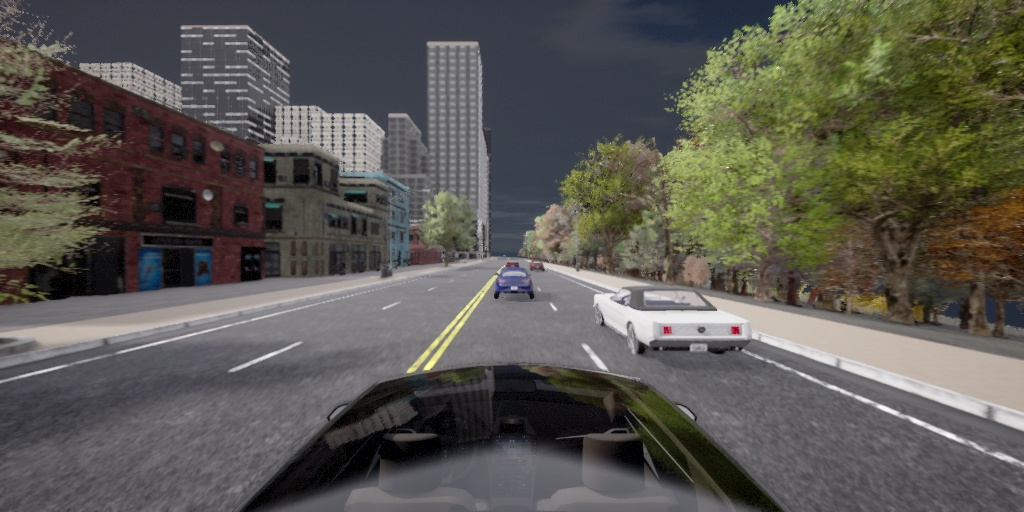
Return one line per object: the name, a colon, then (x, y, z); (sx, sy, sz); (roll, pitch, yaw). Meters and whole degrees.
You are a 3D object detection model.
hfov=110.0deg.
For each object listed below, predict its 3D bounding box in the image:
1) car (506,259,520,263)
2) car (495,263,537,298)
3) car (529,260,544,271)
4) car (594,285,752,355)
car: (0.102, 1.238, 52.129); (1.882, 1.535, 5.008); (0, 0, 0)
car: (0.100, 1.281, 18.441); (1.812, 1.442, 4.674); (0, 0, 0)
car: (3.350, 1.286, 49.504); (1.812, 1.442, 4.674); (0, 0, 0)
car: (3.350, 1.353, 8.645); (1.895, 1.301, 4.718); (0, 0, 0)
